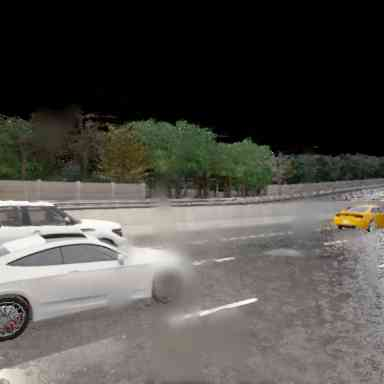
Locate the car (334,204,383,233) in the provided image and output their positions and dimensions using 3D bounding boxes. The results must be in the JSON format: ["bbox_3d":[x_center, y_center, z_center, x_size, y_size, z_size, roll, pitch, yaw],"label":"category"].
[{"bbox_3d":[10.502,1.486,19.776,5.008,1.535,1.882,0,0,-35],"label":"car"}]

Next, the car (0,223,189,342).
[{"bbox_3d":[-2.249,1.527,6.438,4.674,1.442,1.812,0,0,-35],"label":"car"}]

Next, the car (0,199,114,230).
[{"bbox_3d":[-4.559,1.223,9.091,5.566,2.045,2.150,0,0,-35],"label":"car"}]
